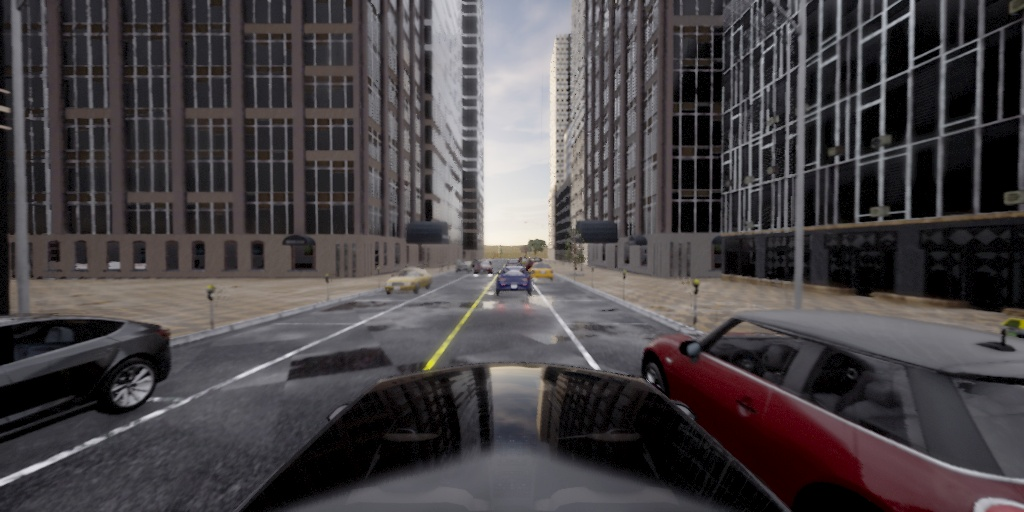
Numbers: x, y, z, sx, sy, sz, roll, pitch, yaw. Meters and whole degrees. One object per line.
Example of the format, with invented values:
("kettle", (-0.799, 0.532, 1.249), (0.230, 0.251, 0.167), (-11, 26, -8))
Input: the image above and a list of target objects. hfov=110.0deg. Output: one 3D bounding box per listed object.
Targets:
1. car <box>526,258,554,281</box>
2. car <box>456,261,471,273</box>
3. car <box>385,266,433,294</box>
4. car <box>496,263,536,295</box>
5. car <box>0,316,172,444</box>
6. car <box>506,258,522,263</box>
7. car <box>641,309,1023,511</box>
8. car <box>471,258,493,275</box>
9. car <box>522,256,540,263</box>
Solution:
("car", (2.350, 1.194, 29.591), (1.801, 1.575, 5.366), (0, 0, 0))
("car", (-5.690, 1.278, 43.026), (2.007, 1.370, 4.403), (0, 0, 0))
("car", (-5.675, 1.268, 20.160), (1.751, 1.417, 4.829), (0, 0, 0))
("car", (0.099, 1.269, 19.410), (1.812, 1.442, 4.674), (0, 0, 0))
("car", (-5.657, 1.316, 3.307), (1.948, 1.339, 4.313), (0, 0, 0))
("car", (0.100, 1.215, 46.432), (2.128, 1.511, 4.902), (0, 0, 0))
("car", (2.691, 1.190, 3.247), (1.967, 1.591, 4.097), (0, 0, 0))
("car", (-3.091, 1.256, 39.335), (1.812, 1.442, 4.674), (0, 0, 0))
("car", (2.691, 1.042, 42.969), (2.192, 1.841, 5.009), (0, 0, 0))
